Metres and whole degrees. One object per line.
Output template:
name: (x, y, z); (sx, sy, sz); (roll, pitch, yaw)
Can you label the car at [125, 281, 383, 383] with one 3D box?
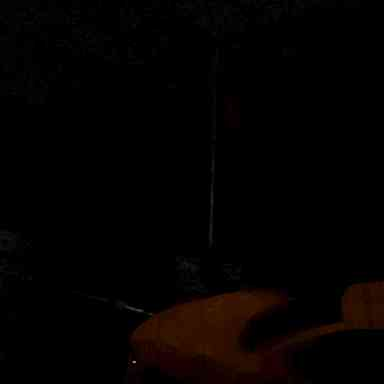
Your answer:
car: (1.650, 1.477, 2.509); (5.008, 1.535, 1.882); (0, 0, 36)
